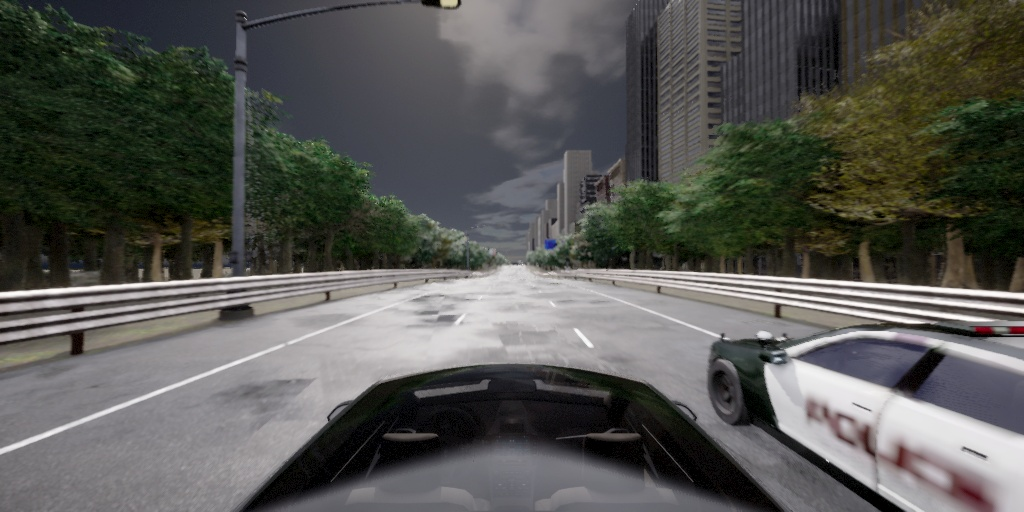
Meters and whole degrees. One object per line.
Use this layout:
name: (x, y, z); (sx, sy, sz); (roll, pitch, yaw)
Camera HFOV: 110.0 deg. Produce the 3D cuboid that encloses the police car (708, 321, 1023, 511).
police car: (3.515, 1.259, 2.850); (2.038, 1.542, 4.974); (0, 0, 0)
